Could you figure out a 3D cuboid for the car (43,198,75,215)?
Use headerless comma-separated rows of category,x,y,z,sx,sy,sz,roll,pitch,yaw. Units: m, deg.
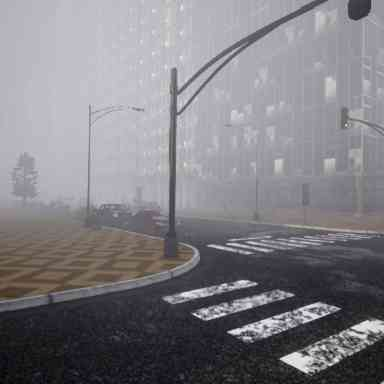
car,-15.259,1.739,38.011,1.967,1.590,4.097,1,-1,-35

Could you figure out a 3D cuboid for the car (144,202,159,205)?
car,-5.135,1.832,38.149,1.967,1.590,4.097,1,-1,-35

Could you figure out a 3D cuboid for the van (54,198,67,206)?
van,-27.916,2.117,70.765,1.690,1.788,3.998,1,-1,-35

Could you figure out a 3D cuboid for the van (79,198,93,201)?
van,-18.153,1.952,56.787,1.690,1.788,3.998,1,-1,-35

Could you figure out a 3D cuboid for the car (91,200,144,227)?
car,-5.496,1.575,24.033,1.967,1.590,4.097,1,-1,-35

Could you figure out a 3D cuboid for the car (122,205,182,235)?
car,-2.241,1.662,19.372,1.802,1.307,4.206,1,-1,-35

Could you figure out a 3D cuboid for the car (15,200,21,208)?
car,-28.277,2.062,56.647,1.887,1.381,4.507,1,-1,-35

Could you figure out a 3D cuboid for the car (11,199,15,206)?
car,-31.533,2.123,61.305,2.008,1.369,4.403,1,-1,-35

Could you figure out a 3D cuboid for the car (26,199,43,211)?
car,-21.769,1.959,47.328,2.008,1.369,4.403,1,-1,-35

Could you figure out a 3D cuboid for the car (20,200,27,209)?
car,-25.023,2.029,51.987,1.947,1.339,4.313,1,-1,-35

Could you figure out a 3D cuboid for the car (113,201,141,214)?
car,-8.486,1.974,42.946,1.752,1.417,4.829,1,-1,-35

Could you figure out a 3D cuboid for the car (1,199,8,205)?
car,-41.296,2.287,75.283,2.008,1.369,4.403,1,-1,-35

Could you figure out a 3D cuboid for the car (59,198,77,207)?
car,-24.662,2.036,66.106,2.192,1.841,5.009,1,-1,-35

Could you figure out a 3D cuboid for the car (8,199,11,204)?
car,-34.787,2.209,65.965,1.802,1.307,4.206,1,-1,-35

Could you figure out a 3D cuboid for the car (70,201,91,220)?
car,-8.653,1.713,28.552,1.752,1.417,4.829,1,-1,-35
